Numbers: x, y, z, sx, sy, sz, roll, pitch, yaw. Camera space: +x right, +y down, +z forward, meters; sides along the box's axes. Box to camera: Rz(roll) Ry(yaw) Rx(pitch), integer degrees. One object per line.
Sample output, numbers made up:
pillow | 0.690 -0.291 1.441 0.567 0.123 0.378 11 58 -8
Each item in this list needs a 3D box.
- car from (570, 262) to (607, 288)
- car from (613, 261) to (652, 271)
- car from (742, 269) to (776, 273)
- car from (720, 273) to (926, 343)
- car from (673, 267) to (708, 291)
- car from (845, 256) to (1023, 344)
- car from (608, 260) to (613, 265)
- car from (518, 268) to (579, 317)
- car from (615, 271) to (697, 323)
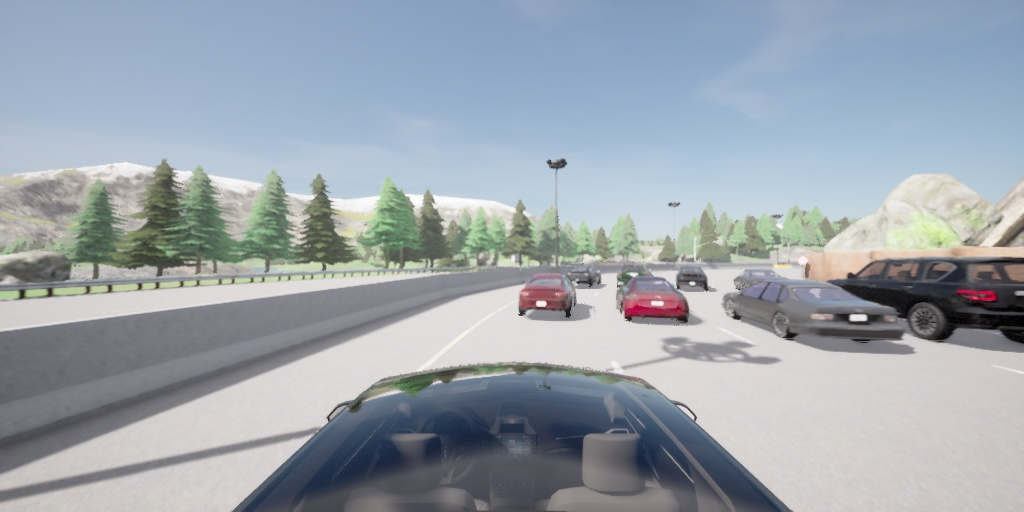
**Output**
car | 5.320 1.442 26.321 2.128 1.511 4.902 0 0 24
car | 8.613 1.295 25.111 2.097 1.767 4.553 0 -1 24
car | 14.380 1.463 20.934 2.033 1.411 5.357 0 0 22
car | 7.770 1.371 10.038 2.033 1.411 5.357 0 0 11
car | 11.966 1.444 24.074 1.837 1.490 4.892 0 0 24
car | 11.337 1.046 10.028 2.150 2.045 5.566 0 -1 11
car | 19.227 1.747 61.801 4.892 1.490 1.837 0 -1 -39
car | 1.427 1.372 13.666 1.812 1.442 4.674 0 0 12
car | 4.802 1.406 12.744 1.994 1.385 4.181 0 0 12
